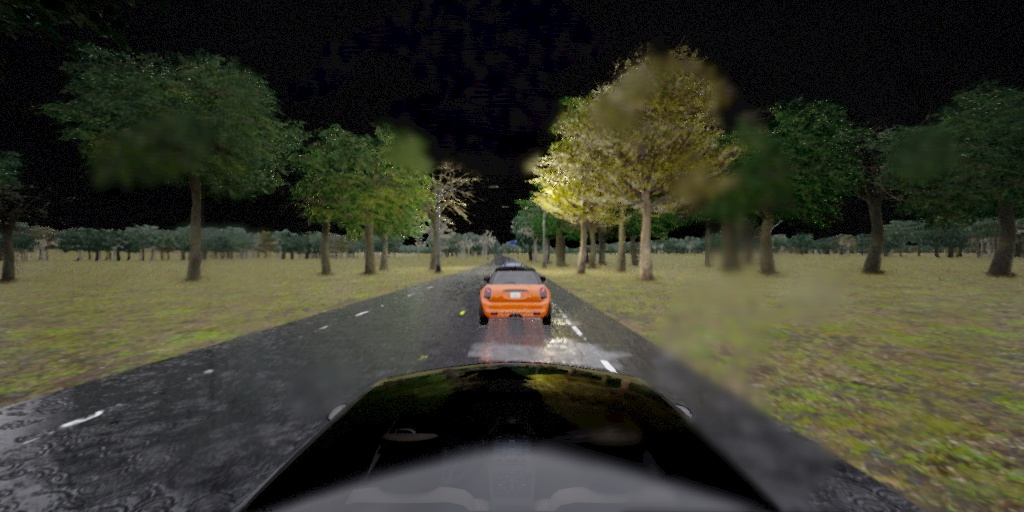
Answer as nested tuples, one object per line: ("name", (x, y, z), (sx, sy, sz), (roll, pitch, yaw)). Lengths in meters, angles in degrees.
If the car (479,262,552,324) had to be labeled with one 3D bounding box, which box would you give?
("car", (0.099, 1.117, 12.181), (2.097, 1.767, 4.553), (0, 0, 0))
